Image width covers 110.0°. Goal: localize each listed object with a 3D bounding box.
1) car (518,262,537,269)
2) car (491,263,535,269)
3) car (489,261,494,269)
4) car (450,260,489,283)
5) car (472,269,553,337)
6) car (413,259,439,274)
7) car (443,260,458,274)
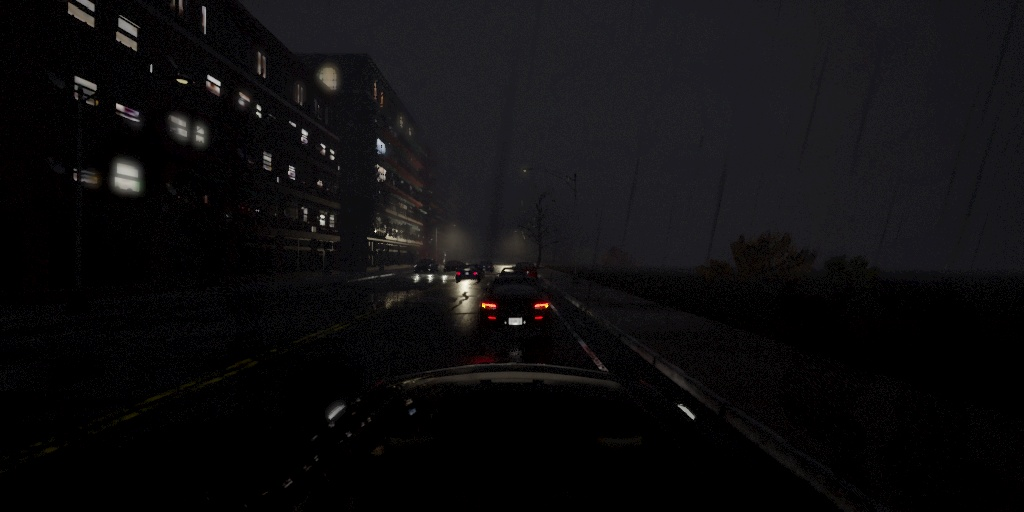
[{"bbox_3d":[1.068,1.232,29.919,1.882,1.535,5.008,0,0,0],"label":"car"},{"bbox_3d":[0.055,1.317,20.391,1.994,1.385,4.181,0,0,0],"label":"car"},{"bbox_3d":[-3.254,1.301,44.250,2.033,1.411,5.357,0,0,0],"label":"car"},{"bbox_3d":[-3.221,1.301,28.084,2.033,1.411,5.357,0,0,0],"label":"car"},{"bbox_3d":[0.071,1.277,10.224,1.812,1.442,4.674,0,0,0],"label":"car"},{"bbox_3d":[-9.949,1.105,41.703,2.097,1.767,4.553,0,0,0],"label":"car"},{"bbox_3d":[-6.699,1.231,41.573,1.882,1.535,5.008,0,0,0],"label":"car"}]
